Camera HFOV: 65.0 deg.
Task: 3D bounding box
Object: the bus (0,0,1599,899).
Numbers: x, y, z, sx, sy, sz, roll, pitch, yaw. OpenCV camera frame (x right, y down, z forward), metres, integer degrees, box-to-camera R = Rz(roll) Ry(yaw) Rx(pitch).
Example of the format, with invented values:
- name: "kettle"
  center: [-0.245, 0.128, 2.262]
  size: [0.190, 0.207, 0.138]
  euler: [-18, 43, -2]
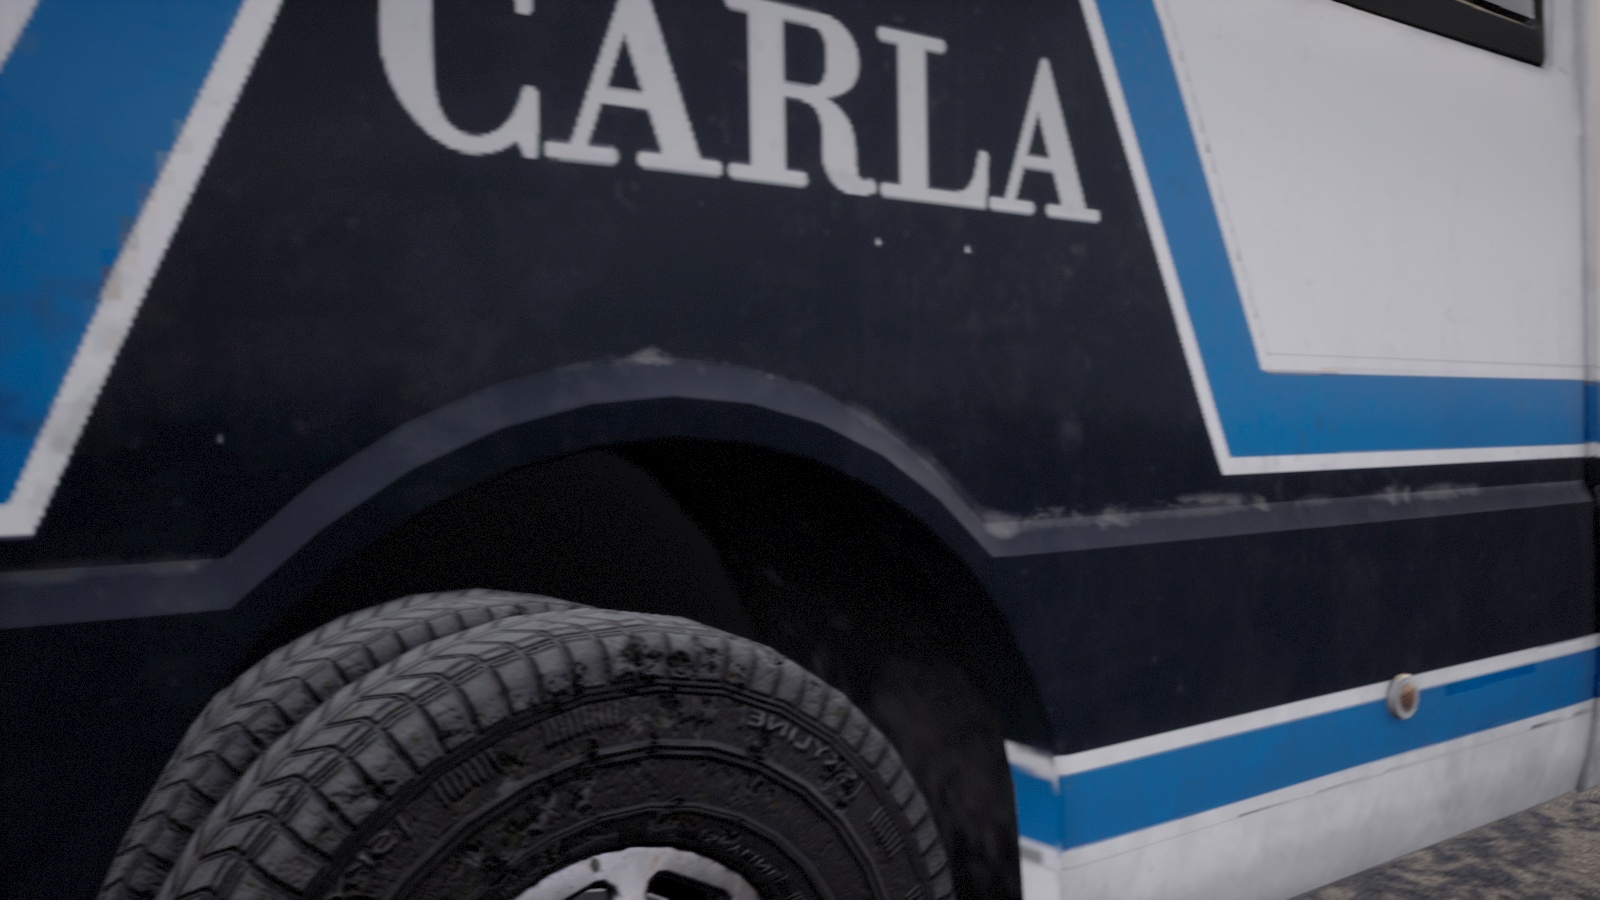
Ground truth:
- name: "bus"
  center: [-3.238, -0.625, 1.397]
  size: [10.273, 4.253, 3.944]
  euler: [-2, 1, -35]
